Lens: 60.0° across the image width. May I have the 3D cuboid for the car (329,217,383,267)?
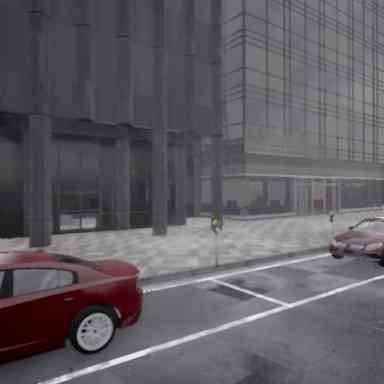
[{"bbox_3d":[6.321,1.507,11.042,4.206,1.307,1.802,0,0,-36],"label":"car"}]

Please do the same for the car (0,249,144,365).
[{"bbox_3d":[-2.860,1.544,4.491,4.507,1.381,1.887,0,0,-36],"label":"car"}]
